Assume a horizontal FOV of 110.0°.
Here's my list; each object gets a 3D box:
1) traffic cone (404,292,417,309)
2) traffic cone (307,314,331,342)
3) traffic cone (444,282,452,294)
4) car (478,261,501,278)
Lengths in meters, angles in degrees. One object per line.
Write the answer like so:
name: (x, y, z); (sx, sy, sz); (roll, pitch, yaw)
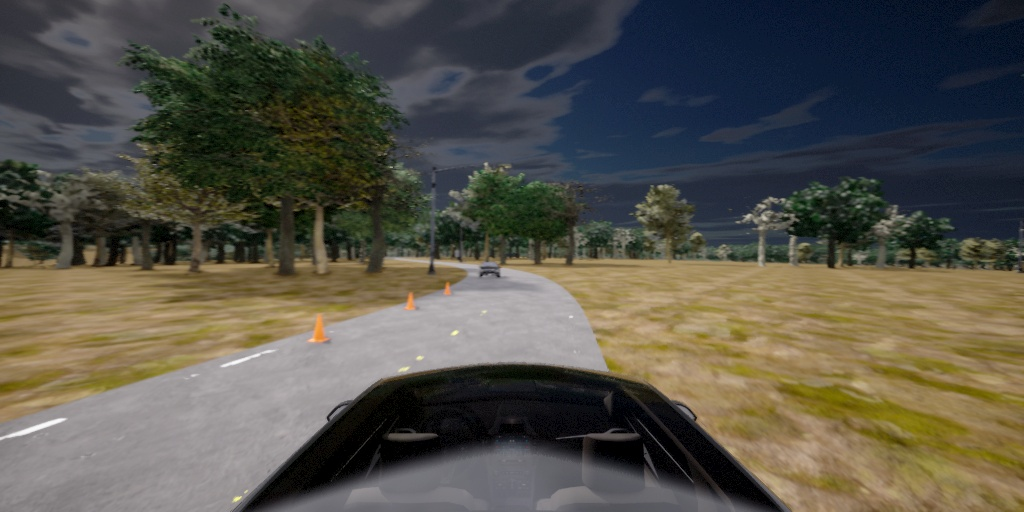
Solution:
traffic cone: (-3.656, 1.598, 12.930); (0.340, 0.580, 0.340); (0, 0, 7)
traffic cone: (-4.322, 1.592, 8.033); (0.340, 0.580, 0.340); (0, 0, 8)
traffic cone: (-3.199, 1.596, 17.776); (0.340, 0.580, 0.340); (0, 0, 4)
car: (-2.040, 1.199, 32.456); (2.033, 1.411, 5.357); (1, 0, -4)
